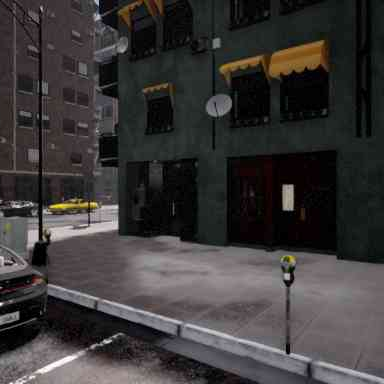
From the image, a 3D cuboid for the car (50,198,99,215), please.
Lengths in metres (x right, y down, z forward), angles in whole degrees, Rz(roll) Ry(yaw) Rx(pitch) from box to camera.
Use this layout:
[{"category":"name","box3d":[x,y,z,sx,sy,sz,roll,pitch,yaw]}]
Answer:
[{"category":"car","box3d":[-10.840,1.249,30.408,1.752,1.417,4.829,1,1,35]}]

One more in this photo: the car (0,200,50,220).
[{"category":"car","box3d":[-13.928,1.350,25.982,2.008,1.369,4.403,1,1,35]}]

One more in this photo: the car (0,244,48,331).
[{"category":"car","box3d":[-4.355,1.551,5.976,4.403,1.369,2.008,0,0,35]}]
